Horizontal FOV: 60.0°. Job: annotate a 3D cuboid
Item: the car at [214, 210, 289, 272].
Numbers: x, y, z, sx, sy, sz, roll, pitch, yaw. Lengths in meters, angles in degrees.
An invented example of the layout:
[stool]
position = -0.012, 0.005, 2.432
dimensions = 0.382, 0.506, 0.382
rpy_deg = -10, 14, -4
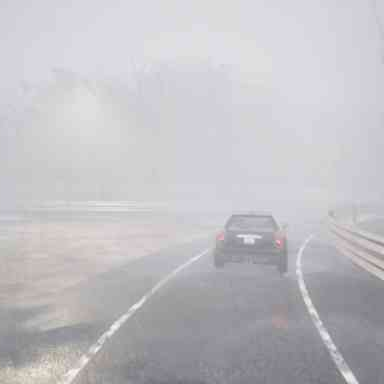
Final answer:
[car]
position = 2.184, 1.401, 11.377
dimensions = 2.097, 1.767, 4.553
rpy_deg = 1, 0, 16
